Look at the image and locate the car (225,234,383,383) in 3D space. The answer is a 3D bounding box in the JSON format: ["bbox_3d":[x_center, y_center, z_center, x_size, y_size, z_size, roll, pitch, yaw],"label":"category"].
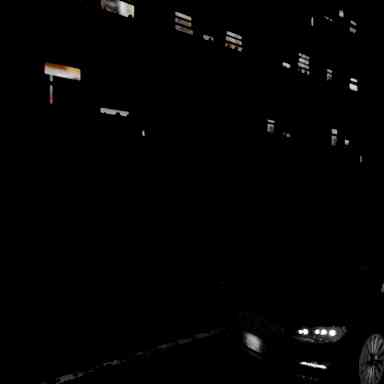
[{"bbox_3d":[2.709,1.491,5.317,4.902,1.511,2.128,0,0,-36],"label":"car"}]
